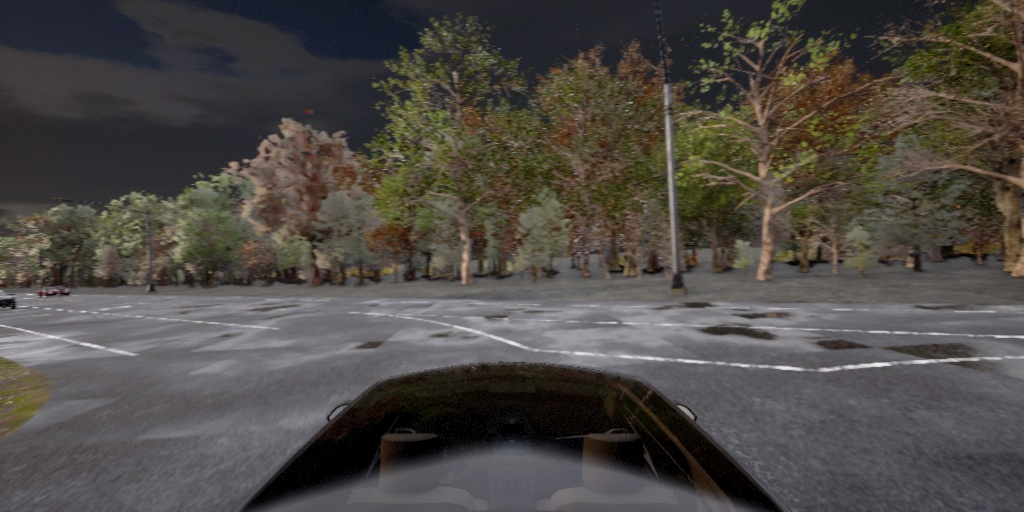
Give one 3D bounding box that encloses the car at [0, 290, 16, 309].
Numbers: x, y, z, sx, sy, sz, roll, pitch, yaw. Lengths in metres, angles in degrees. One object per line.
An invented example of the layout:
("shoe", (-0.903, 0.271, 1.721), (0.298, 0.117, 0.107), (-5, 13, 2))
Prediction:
("car", (-39.758, 3.360, 27.295), (5.008, 1.535, 1.882), (-3, -1, 28))
